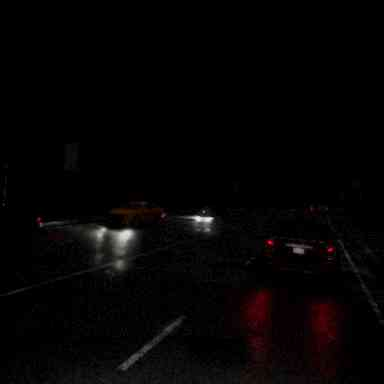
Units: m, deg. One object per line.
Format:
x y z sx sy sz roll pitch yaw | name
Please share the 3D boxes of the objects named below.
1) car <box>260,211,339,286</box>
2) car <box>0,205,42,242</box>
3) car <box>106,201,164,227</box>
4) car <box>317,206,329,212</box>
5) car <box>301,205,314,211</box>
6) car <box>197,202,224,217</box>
3.638 1.671 10.961 2.097 1.767 4.553 4 0 21 | car
-7.403 1.110 11.724 1.994 1.385 4.181 4 0 21 | car
-3.572 1.352 21.780 1.882 1.535 5.008 4 0 21 | car
31.143 4.136 79.941 1.882 1.535 5.008 4 0 25 | car
27.774 3.951 80.976 2.128 1.511 4.902 4 0 25 | car
2.119 1.855 36.655 2.128 1.511 4.902 4 0 21 | car
